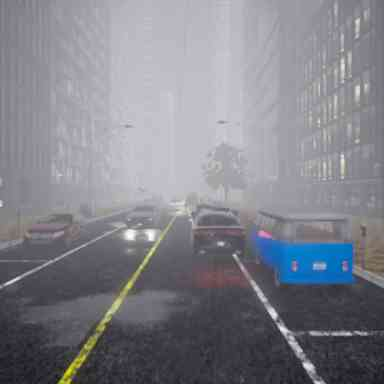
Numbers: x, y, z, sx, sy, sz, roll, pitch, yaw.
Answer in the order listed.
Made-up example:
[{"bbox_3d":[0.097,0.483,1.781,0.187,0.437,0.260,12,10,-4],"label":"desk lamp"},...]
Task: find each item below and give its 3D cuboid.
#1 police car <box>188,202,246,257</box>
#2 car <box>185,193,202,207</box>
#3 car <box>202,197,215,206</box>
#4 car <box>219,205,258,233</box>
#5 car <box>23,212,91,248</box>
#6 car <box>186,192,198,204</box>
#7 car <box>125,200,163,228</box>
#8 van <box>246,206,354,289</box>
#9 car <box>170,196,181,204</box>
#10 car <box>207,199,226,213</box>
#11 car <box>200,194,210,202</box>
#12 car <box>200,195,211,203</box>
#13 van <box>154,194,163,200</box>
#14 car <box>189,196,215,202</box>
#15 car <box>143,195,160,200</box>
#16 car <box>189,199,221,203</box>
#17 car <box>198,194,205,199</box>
[{"bbox_3d":[0.898,1.411,12.990,1.930,1.638,5.238,0,0,0],"label":"police car"},{"bbox_3d":[-0.002,1.291,49.076,2.097,1.767,4.553,0,0,0],"label":"car"},{"bbox_3d":[2.683,1.479,54.401,2.008,1.369,4.403,0,0,0],"label":"car"},{"bbox_3d":[2.688,1.560,20.246,1.802,1.307,4.206,0,0,0],"label":"car"},{"bbox_3d":[-5.692,1.565,14.555,1.802,1.307,4.206,0,0,0],"label":"car"},{"bbox_3d":[-0.009,1.124,63.656,2.150,2.045,5.566,0,0,0],"label":"car"},{"bbox_3d":[-3.103,1.522,22.286,2.033,1.411,5.357,0,0,0],"label":"car"},{"bbox_3d":[2.689,1.331,8.862,1.690,1.788,3.998,0,0,0],"label":"van"},{"bbox_3d":[-3.025,1.452,63.291,2.033,1.411,5.357,0,0,1],"label":"car"},{"bbox_3d":[2.685,1.540,37.324,1.802,1.307,4.206,0,0,0],"label":"car"},{"bbox_3d":[2.681,1.324,71.478,1.967,1.590,4.097,0,0,0],"label":"car"},{"bbox_3d":[2.682,1.339,65.786,1.967,1.590,4.097,0,0,0],"label":"car"},{"bbox_3d":[-5.697,1.269,54.403,1.690,1.788,3.998,0,0,0],"label":"van"},{"bbox_3d":[0.896,1.423,29.070,1.801,1.575,5.366,0,0,0],"label":"car"},{"bbox_3d":[-5.696,1.501,43.018,2.008,1.369,4.403,0,0,0],"label":"car"},{"bbox_3d":[0.897,1.480,22.880,1.837,1.490,4.892,0,0,0],"label":"car"},{"bbox_3d":[2.678,1.361,94.248,1.887,1.381,4.507,0,0,0],"label":"car"}]
